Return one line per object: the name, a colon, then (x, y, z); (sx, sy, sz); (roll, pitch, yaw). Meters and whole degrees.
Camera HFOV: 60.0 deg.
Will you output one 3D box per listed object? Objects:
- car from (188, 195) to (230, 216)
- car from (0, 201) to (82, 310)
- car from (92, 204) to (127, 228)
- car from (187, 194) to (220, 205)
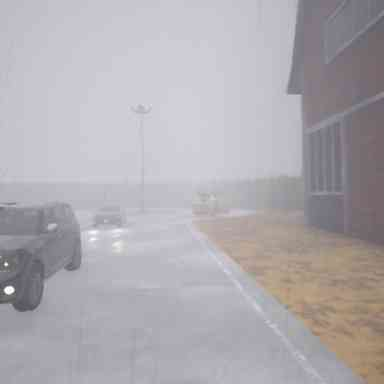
car: (1.933, 1.410, 31.568); (1.882, 1.535, 5.008); (-1, 0, 31)
car: (-4.302, 1.292, 8.185); (2.150, 2.045, 5.566); (-1, 0, -5)
car: (-5.692, 1.607, 23.352); (1.837, 1.490, 4.892); (-1, 0, -6)
car: (1.657, 1.147, 44.382); (2.150, 2.045, 5.566); (-1, 0, -41)
